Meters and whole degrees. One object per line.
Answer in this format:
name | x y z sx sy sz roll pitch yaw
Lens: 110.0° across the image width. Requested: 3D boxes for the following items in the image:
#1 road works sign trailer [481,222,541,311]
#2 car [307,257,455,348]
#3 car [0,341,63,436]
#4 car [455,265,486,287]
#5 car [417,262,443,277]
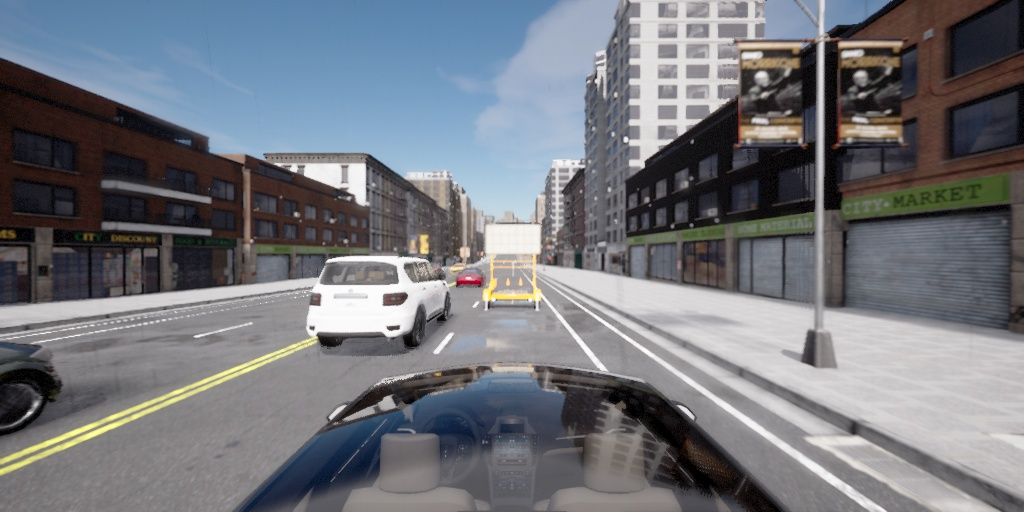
road works sign trailer | 0.054 0.353 15.349 2.380 3.560 2.880 0 0 3
car | -3.134 1.050 9.650 2.150 2.045 5.566 0 -1 0
car | -6.598 1.324 2.662 1.994 1.385 4.181 0 -1 0
car | -3.091 1.588 27.565 1.994 1.385 4.181 0 -1 0
car | -9.747 1.561 43.080 2.097 1.767 4.553 0 -1 0
